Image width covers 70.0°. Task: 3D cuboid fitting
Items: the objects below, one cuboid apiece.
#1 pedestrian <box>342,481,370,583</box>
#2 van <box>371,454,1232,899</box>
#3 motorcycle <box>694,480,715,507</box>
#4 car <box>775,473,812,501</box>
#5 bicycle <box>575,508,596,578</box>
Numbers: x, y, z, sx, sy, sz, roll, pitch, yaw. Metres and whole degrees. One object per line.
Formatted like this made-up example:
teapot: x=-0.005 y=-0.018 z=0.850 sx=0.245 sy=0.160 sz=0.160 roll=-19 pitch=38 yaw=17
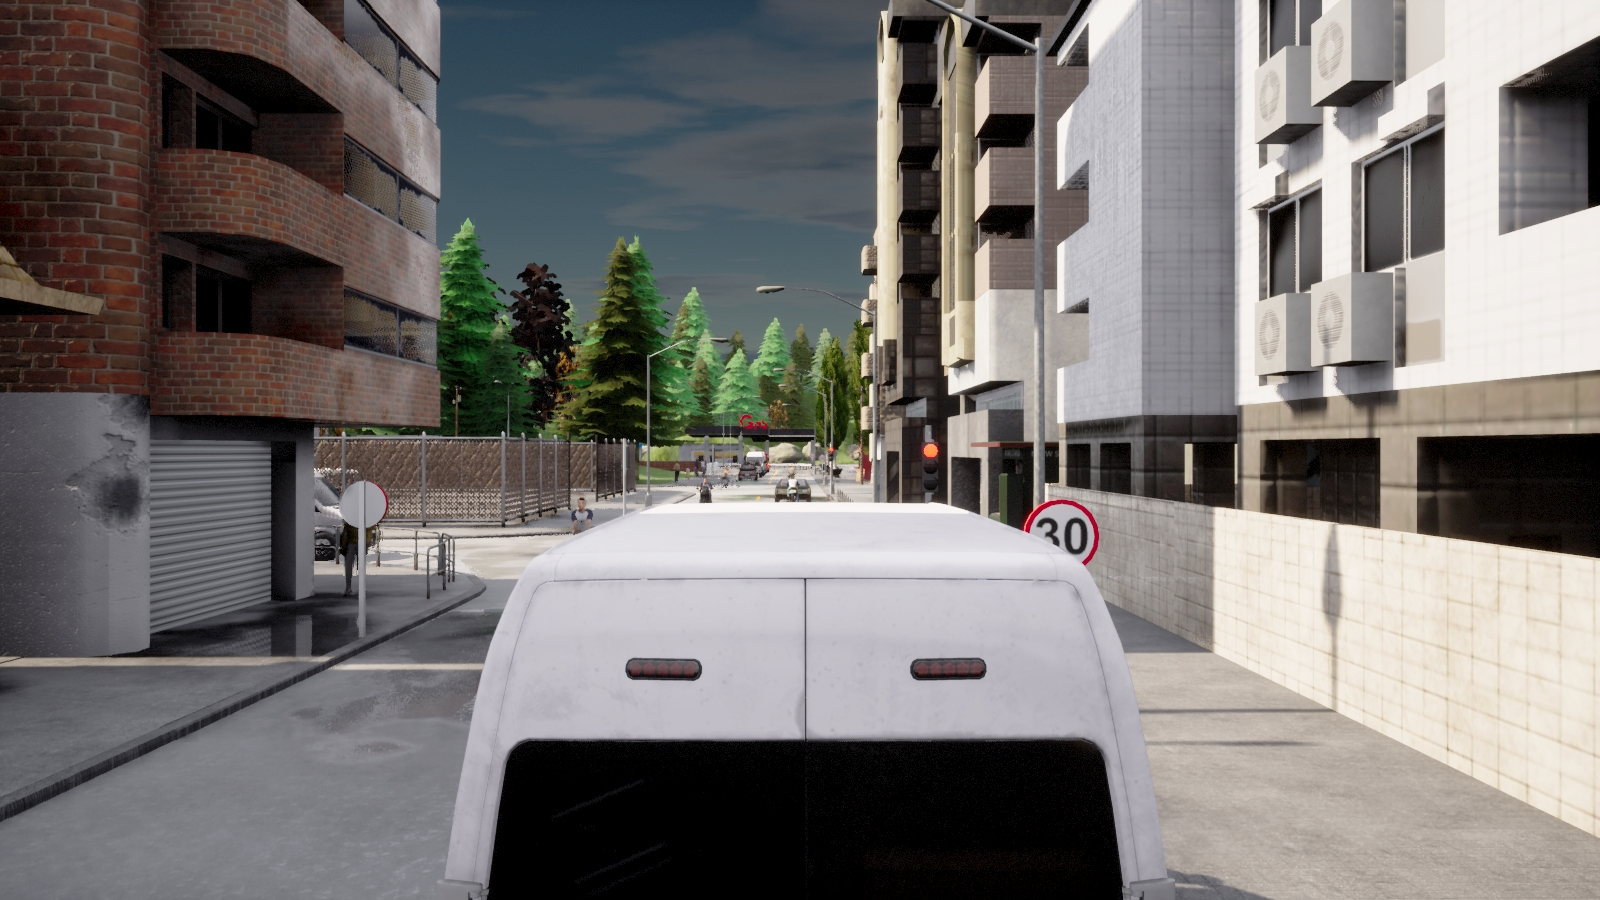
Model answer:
pedestrian: x=-8.204 y=1.507 z=21.118 sx=0.375 sy=1.860 sz=0.375 roll=0 pitch=0 yaw=-2
van: x=-0.009 y=1.312 z=5.597 sx=1.988 sy=2.561 sz=5.915 roll=0 pitch=0 yaw=0
motorcycle: x=-4.334 y=1.973 z=52.180 sx=0.803 sy=1.145 sz=2.033 roll=0 pitch=0 yaw=0
car: x=-0.339 y=1.912 z=60.159 sx=1.895 sy=1.301 sz=4.718 roll=0 pitch=0 yaw=0
bicycle: x=-4.493 y=1.926 z=23.894 sx=0.373 sy=1.296 sz=1.643 roll=-2 pitch=1 yaw=-11
